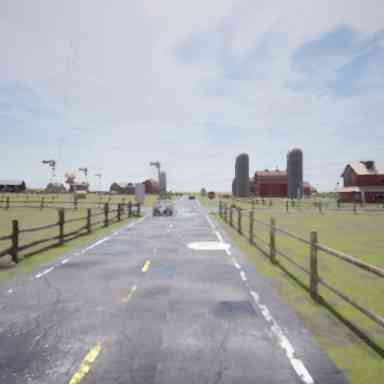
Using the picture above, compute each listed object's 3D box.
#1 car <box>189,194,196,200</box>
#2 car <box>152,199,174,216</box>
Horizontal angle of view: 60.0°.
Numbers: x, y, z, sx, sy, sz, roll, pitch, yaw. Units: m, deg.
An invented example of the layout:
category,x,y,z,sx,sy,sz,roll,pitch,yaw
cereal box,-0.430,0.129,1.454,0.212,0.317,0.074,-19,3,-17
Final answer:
category,x,y,z,sx,sy,sz,roll,pitch,yaw
car,0.015,1.472,90.251,1.882,1.535,5.008,0,0,0
car,-2.759,1.490,32.660,2.128,1.511,4.902,0,0,0
